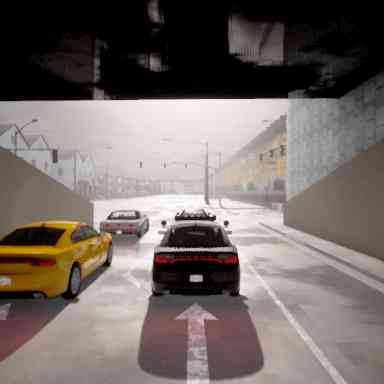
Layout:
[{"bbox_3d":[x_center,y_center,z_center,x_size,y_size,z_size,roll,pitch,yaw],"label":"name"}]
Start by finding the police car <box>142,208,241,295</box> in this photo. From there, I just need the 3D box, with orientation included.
[{"bbox_3d":[0.086,1.421,8.847,1.930,1.638,5.238,0,0,0],"label":"police car"}]

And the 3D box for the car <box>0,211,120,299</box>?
[{"bbox_3d":[-3.410,1.474,8.522,1.882,1.535,5.008,0,0,0],"label":"car"}]

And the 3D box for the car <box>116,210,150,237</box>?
[{"bbox_3d":[-3.406,1.593,17.764,1.895,1.301,4.718,0,0,0],"label":"car"}]

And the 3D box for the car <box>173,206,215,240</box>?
[{"bbox_3d":[0.092,1.556,17.809,1.994,1.385,4.181,0,0,0],"label":"car"}]
